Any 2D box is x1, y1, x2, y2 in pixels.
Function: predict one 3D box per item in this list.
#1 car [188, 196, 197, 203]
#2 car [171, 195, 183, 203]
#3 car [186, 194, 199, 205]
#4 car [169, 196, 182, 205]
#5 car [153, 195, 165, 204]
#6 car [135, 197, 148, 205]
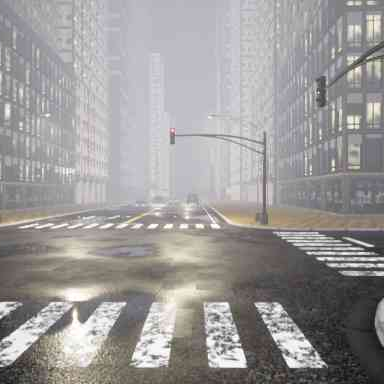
[{"bbox_3d":[0.130,1.541,70.529,1.994,1.385,4.181,0,0,0],"label":"car"},{"bbox_3d":[-3.121,1.495,70.118,2.128,1.511,4.902,0,0,0],"label":"car"},{"bbox_3d":[0.111,1.322,60.142,2.150,2.045,5.566,0,0,0],"label":"car"},{"bbox_3d":[-3.139,1.702,60.146,1.895,1.301,4.718,0,0,0],"label":"car"},{"bbox_3d":[-6.382,1.468,64.321,2.097,1.767,4.553,0,0,0],"label":"car"},{"bbox_3d":[-9.631,1.664,64.296,2.033,1.411,5.357,0,0,0],"label":"car"}]
